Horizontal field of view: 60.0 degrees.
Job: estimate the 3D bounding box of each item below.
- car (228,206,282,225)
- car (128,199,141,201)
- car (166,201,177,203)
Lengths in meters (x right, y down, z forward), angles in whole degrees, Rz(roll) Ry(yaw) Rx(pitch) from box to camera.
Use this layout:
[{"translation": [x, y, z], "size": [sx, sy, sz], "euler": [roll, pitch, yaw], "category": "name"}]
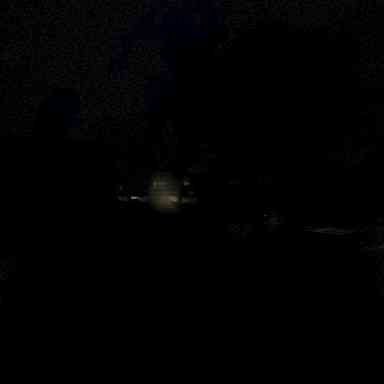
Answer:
[{"translation": [4.488, 1.732, 25.243], "size": [1.895, 1.301, 4.718], "euler": [-1, 0, -34], "category": "car"}, {"translation": [-9.475, 1.832, 53.811], "size": [1.837, 1.490, 4.892], "euler": [-1, 0, -28], "category": "car"}, {"translation": [-2.317, 1.746, 35.785], "size": [1.812, 1.442, 4.674], "euler": [-1, 0, -32], "category": "car"}]
